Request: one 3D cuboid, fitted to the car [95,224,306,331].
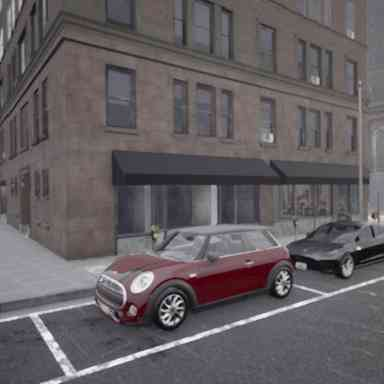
[{"bbox_3d":[0.150,1.438,6.778,4.097,1.590,1.967,0,-1,-36],"label":"car"}]

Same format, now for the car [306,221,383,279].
[{"bbox_3d":[4.625,1.561,9.986,4.313,1.339,1.947,0,-1,-36],"label":"car"}]
